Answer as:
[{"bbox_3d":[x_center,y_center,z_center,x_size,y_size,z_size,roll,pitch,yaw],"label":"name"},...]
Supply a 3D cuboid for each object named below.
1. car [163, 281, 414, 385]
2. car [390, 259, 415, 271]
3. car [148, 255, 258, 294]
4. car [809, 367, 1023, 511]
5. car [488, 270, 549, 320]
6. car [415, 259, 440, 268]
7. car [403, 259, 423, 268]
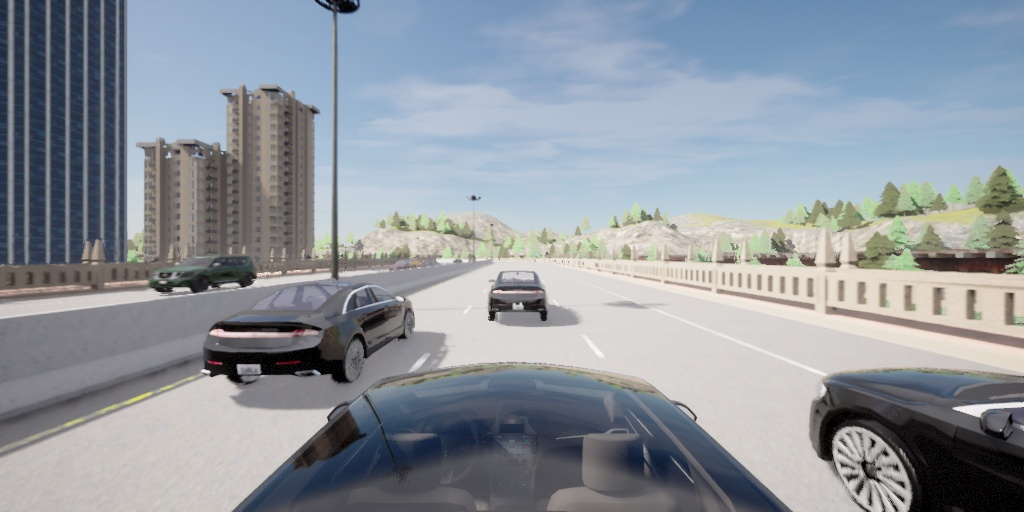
[{"bbox_3d":[-3.350,1.240,7.014,2.128,1.511,4.902,0,0,0],"label":"car"},{"bbox_3d":[-13.648,1.274,44.611,1.812,1.442,4.674,0,0,1],"label":"car"},{"bbox_3d":[-17.423,0.961,20.693,2.150,2.045,5.566,0,0,1],"label":"car"},{"bbox_3d":[3.622,1.244,1.264,2.128,1.511,4.902,0,0,0],"label":"car"},{"bbox_3d":[0.198,1.244,12.583,2.128,1.511,4.902,0,0,1],"label":"car"},{"bbox_3d":[-10.151,1.257,44.433,1.837,1.490,4.892,0,0,1],"label":"car"},{"bbox_3d":[-16.913,1.236,61.488,1.882,1.535,5.008,0,0,1],"label":"car"}]
